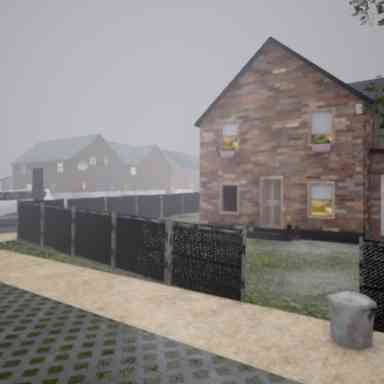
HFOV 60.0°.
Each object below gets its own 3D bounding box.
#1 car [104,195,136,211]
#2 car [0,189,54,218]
[{"bbox_3d":[-6.148,0.933,29.922,1.994,1.385,4.181,0,2,33],"label":"car"},{"bbox_3d":[-11.695,0.832,21.561,2.150,2.045,5.566,0,2,33],"label":"car"}]
